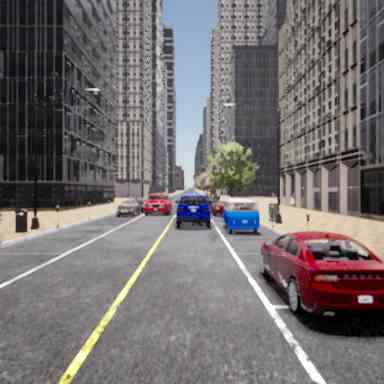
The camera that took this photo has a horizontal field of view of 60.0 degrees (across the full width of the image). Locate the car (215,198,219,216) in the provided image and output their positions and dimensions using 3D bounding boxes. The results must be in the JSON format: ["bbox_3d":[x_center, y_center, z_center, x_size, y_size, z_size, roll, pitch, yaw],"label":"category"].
[{"bbox_3d":[2.683,1.481,30.174,1.802,1.307,4.206,0,0,0],"label":"car"}]

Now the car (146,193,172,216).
[{"bbox_3d":[-3.110,1.112,31.263,2.150,2.045,5.566,0,1,0],"label":"car"}]

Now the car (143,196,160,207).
[{"bbox_3d":[-5.702,1.356,47.092,1.752,1.417,4.829,0,0,0],"label":"car"}]

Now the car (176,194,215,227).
[{"bbox_3d":[0.093,1.152,22.224,2.150,2.045,5.566,0,1,0],"label":"car"}]

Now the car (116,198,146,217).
[{"bbox_3d":[-5.697,1.450,30.171,2.008,1.369,4.403,0,0,0],"label":"car"}]

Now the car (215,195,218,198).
[{"bbox_3d":[2.679,1.419,41.567,1.947,1.339,4.313,0,0,0],"label":"car"}]

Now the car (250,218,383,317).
[{"bbox_3d":[2.689,1.523,7.384,1.887,1.381,4.507,0,0,0],"label":"car"}]

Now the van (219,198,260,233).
[{"bbox_3d":[2.687,1.281,18.776,1.690,1.788,3.998,0,0,0],"label":"van"}]

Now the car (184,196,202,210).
[{"bbox_3d":[0.087,1.346,41.652,2.128,1.511,4.902,0,0,0],"label":"car"}]

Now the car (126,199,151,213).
[{"bbox_3d":[-5.699,1.443,35.867,1.947,1.339,4.313,0,0,0],"label":"car"}]
